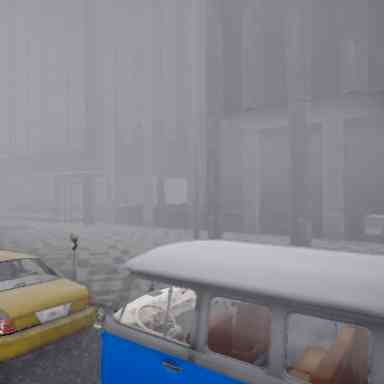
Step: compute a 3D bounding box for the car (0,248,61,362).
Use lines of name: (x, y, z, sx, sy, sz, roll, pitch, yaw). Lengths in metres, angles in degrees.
car: (-3.693, 1.570, 5.719, 4.829, 1.417, 1.752, 0, 0, 36)

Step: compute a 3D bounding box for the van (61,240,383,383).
van: (1.035, 1.345, 2.342, 3.998, 1.788, 1.690, -1, 0, 36)
